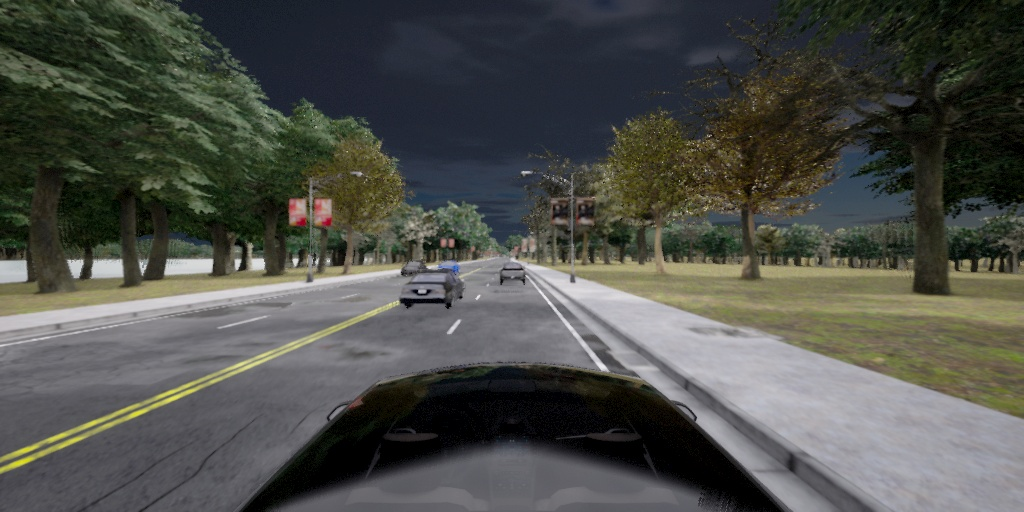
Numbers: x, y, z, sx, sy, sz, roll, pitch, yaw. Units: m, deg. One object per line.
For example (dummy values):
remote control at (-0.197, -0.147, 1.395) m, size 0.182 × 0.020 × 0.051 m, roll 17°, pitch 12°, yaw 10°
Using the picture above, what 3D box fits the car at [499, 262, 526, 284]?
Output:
car at (0.048, 1.264, 26.914) m, size 2.128 × 1.511 × 4.902 m, roll 0°, pitch 0°, yaw 0°

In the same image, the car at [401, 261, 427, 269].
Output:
car at (-9.946, 1.295, 36.703) m, size 1.837 × 1.490 × 4.892 m, roll 0°, pitch 0°, yaw 0°

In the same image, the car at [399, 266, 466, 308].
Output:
car at (-3.163, 1.304, 15.133) m, size 2.033 × 1.411 × 5.357 m, roll 0°, pitch 0°, yaw 0°

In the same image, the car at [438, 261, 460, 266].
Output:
car at (-6.701, 1.271, 38.158) m, size 1.882 × 1.535 × 5.008 m, roll 0°, pitch 0°, yaw 0°
